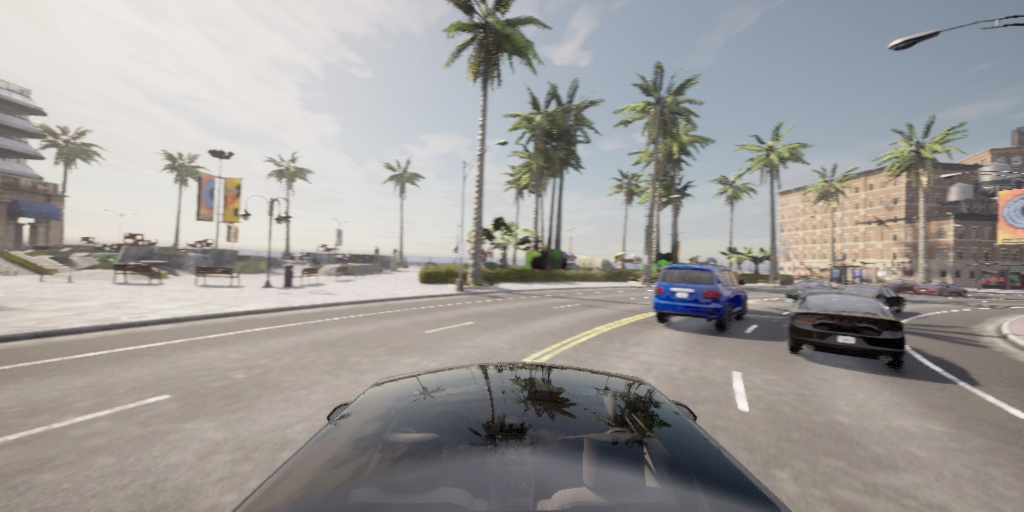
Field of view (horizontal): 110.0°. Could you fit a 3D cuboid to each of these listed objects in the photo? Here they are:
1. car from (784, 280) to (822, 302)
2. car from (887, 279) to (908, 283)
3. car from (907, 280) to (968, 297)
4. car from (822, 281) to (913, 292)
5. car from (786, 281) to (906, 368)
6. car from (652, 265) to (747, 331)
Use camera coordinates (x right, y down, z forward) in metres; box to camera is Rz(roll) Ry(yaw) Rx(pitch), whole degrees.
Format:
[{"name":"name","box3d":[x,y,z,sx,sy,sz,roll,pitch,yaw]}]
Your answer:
[{"name":"car","box3d":[19.523,2.282,23.058,4.181,1.385,1.994,2,-1,-30]},{"name":"car","box3d":[41.765,3.232,38.656,4.674,1.442,1.812,2,-1,-9]},{"name":"car","box3d":[41.901,3.229,35.125,4.181,1.385,1.994,2,-1,-9]},{"name":"car","box3d":[18.015,2.148,18.111,5.357,1.411,2.033,2,-1,-33]},{"name":"car","box3d":[8.337,1.620,9.266,1.882,1.535,5.008,1,-1,38]},{"name":"car","box3d":[6.987,1.370,13.104,2.150,2.045,5.566,1,-1,41]}]
